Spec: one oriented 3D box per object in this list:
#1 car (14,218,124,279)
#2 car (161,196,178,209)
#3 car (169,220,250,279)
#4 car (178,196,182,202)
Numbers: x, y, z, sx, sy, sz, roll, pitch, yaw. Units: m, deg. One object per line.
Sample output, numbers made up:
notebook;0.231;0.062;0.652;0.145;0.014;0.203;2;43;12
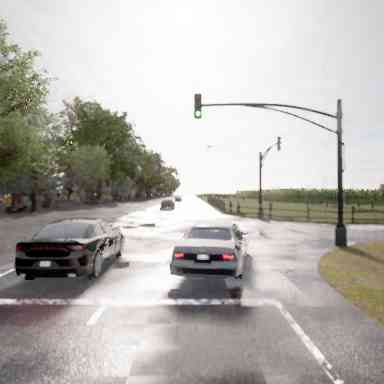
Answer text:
car;-3.404;1.522;10.189;1.882;1.535;5.008;0;0;0
car;-3.414;1.702;47.982;1.837;1.490;4.892;0;0;0
car;0.736;1.592;10.305;2.033;1.411;5.357;0;0;11
car;-3.524;1.813;84.429;1.882;1.535;5.008;0;0;0
